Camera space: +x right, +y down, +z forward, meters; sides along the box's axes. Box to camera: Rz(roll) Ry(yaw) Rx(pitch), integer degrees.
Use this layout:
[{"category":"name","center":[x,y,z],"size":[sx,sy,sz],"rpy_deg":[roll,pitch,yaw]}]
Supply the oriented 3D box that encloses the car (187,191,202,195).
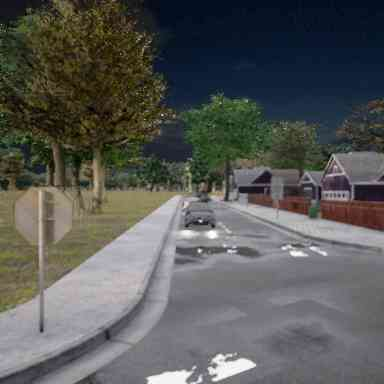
[{"category":"car","center":[-0.071,1.063,45.680],"size":[2.097,1.767,4.553],"rpy_deg":[0,0,-1]}]

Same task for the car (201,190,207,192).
[{"category":"car","center":[2.189,0.683,70.998],"size":[2.150,2.045,5.566],"rpy_deg":[0,1,-1]}]

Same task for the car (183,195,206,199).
[{"category":"car","center":[0.149,1.317,35.011],"size":[1.812,1.442,4.674],"rpy_deg":[0,0,-1]}]

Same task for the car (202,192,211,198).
[{"category":"car","center":[2.509,1.161,60.941],"size":[1.895,1.301,4.718],"rpy_deg":[0,1,-1]}]

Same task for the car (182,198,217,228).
[{"category":"car","center":[0.452,1.394,21.428],"size":[1.837,1.490,4.892],"rpy_deg":[0,1,-1]}]
